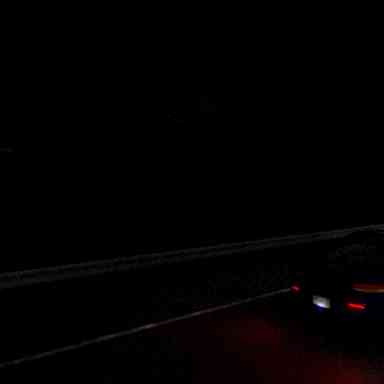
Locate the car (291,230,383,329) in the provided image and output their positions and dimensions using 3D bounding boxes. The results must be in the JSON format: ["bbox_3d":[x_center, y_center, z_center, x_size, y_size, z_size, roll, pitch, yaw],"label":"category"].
[{"bbox_3d":[3.859,1.464,6.302,4.674,1.442,1.812,-1,0,-34],"label":"car"}]
